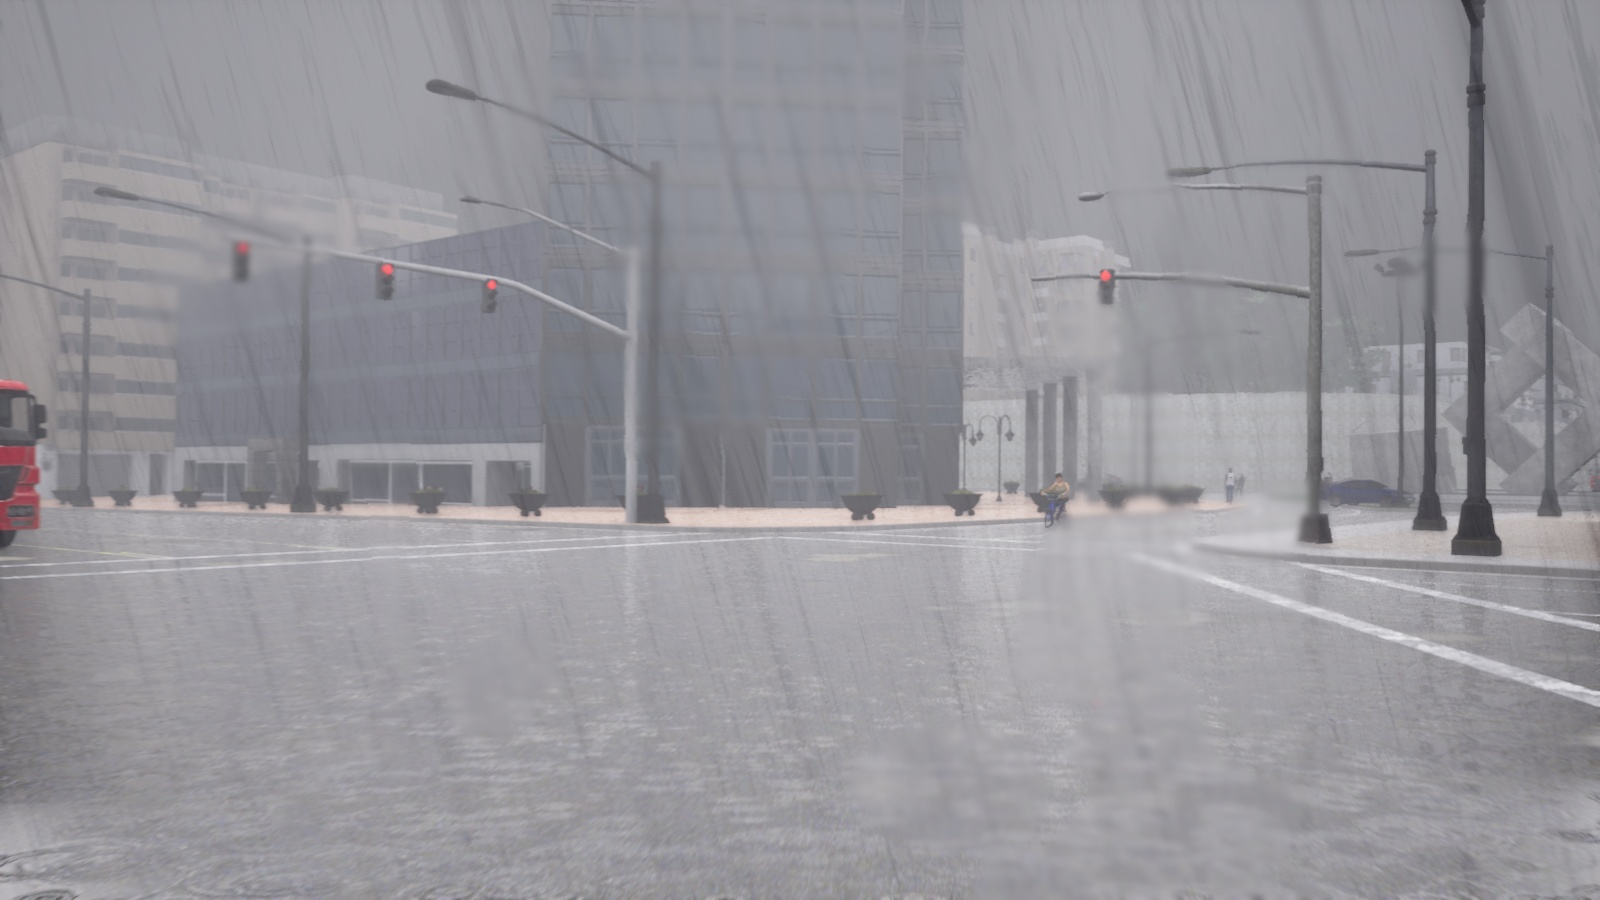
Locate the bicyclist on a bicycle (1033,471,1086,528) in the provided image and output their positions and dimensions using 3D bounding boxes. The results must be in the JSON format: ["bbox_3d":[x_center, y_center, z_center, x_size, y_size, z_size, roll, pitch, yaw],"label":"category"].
[{"bbox_3d":[7.499,1.415,36.251,0.866,1.612,1.509,-1,-1,40],"label":"bicyclist on a bicycle"}]

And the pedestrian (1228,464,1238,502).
[{"bbox_3d":[21.032,1.586,61.038,0.354,1.836,0.706,0,-1,10],"label":"pedestrian"}]

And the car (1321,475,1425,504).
[{"bbox_3d":[29.934,2.053,65.734,1.812,1.442,4.674,1,-1,-36],"label":"car"}]

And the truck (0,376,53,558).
[{"bbox_3d":[-18.639,0.396,26.004,7.936,3.462,2.891,-2,-2,39],"label":"truck"}]
